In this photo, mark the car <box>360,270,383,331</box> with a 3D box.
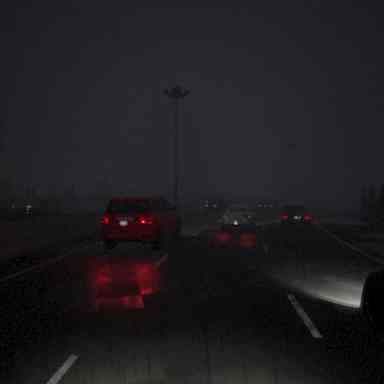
[{"bbox_3d":[3.884,1.567,4.180,1.994,1.385,4.181,0,0,3],"label":"car"}]

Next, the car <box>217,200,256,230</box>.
[{"bbox_3d":[2.983,1.493,20.886,1.812,1.442,4.674,0,0,13],"label":"car"}]

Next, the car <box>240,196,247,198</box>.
[{"bbox_3d":[8.286,1.409,57.461,1.882,1.535,5.008,0,0,36],"label":"car"}]

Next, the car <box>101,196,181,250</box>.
[{"bbox_3d":[-1.986,1.188,14.459,2.150,2.045,5.566,0,0,10],"label":"car"}]

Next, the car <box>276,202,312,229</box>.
[{"bbox_3d":[6.728,1.524,21.720,2.033,1.411,5.357,0,0,16],"label":"car"}]

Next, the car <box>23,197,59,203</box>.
[{"bbox_3d":[-13.243,1.259,28.550,2.097,1.767,4.553,0,0,17],"label":"car"}]

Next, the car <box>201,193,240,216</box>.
[{"bbox_3d":[2.828,1.298,31.982,2.097,1.767,4.553,0,0,20],"label":"car"}]

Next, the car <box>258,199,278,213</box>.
[{"bbox_3d":[8.819,1.500,37.285,2.033,1.411,5.357,0,0,25],"label":"car"}]

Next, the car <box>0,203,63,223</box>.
[{"bbox_3d":[-8.946,1.490,16.495,2.033,1.411,5.357,0,0,10],"label":"car"}]

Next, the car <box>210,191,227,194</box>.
[{"bbox_3d":[4.941,0.727,64.692,2.150,2.045,5.566,0,0,38],"label":"car"}]

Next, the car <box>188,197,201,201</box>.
[{"bbox_3d":[1.203,1.448,53.066,2.033,1.411,5.357,0,0,31],"label":"car"}]
